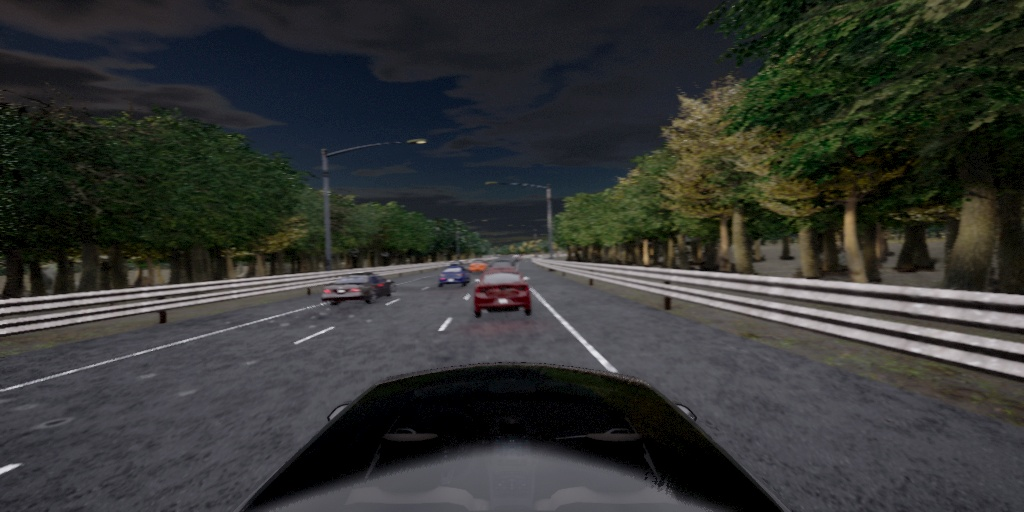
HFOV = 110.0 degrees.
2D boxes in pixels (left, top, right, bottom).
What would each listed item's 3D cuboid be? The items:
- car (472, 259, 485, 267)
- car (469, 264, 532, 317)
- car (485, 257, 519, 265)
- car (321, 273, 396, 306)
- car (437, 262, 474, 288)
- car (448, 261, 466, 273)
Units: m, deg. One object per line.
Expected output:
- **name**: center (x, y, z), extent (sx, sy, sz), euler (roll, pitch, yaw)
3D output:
- **car**: center (-4.382, 1.272, 47.214), extent (2.097, 1.767, 4.553), euler (-2, 0, 0)
- **car**: center (-0.366, 1.249, 13.501), extent (1.882, 1.535, 5.008), euler (-2, 0, -2)
- **car**: center (-0.811, 1.134, 29.782), extent (2.097, 1.767, 4.553), euler (-2, 0, -1)
- **car**: center (-7.433, 1.572, 17.936), extent (2.033, 1.411, 5.357), euler (-2, 0, -2)
- **car**: center (-4.129, 1.430, 26.070), extent (1.812, 1.442, 4.674), euler (-2, 0, -1)
- **car**: center (-7.882, 1.557, 51.848), extent (1.837, 1.490, 4.892), euler (-2, 0, 0)
